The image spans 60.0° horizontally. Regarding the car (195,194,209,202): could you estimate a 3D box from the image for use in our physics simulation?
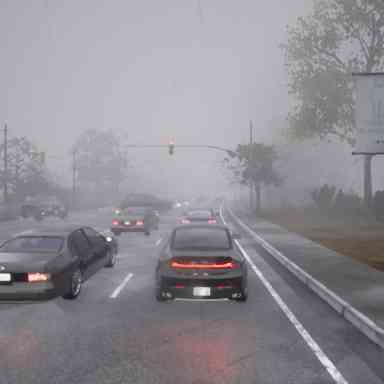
[{"bbox_3d":[1.874,1.480,71.912,1.837,1.490,4.892,0,0,9],"label":"car"}]

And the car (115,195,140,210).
[{"bbox_3d":[-8.557,1.338,44.333,2.097,1.767,4.553,0,0,5],"label":"car"}]

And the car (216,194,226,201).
[{"bbox_3d":[7.525,1.366,85.393,2.128,1.511,4.902,0,0,10],"label":"car"}]

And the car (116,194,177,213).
[{"bbox_3d":[-4.886,1.212,35.406,5.566,2.045,2.150,0,1,-20],"label":"car"}]

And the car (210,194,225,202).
[{"bbox_3d":[5.848,1.495,75.268,1.812,1.442,4.674,0,0,9],"label":"car"}]

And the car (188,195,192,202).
[{"bbox_3d":[-1.236,1.500,75.280,2.128,1.511,4.902,0,0,9],"label":"car"}]

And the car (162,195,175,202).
[{"bbox_3d":[-5.060,1.477,73.368,1.837,1.490,4.892,0,0,8],"label":"car"}]

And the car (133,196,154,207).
[{"bbox_3d":[-7.679,1.475,53.280,2.128,1.511,4.902,0,0,6],"label":"car"}]

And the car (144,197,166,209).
[{"bbox_3d":[-4.959,1.463,45.322,1.882,1.535,5.008,0,0,5],"label":"car"}]

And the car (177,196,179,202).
[{"bbox_3d":[-3.948,1.546,55.206,1.994,1.385,4.181,0,0,6],"label":"car"}]

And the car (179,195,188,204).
[{"bbox_3d":[-2.704,1.471,65.114,2.128,1.511,4.902,0,0,8],"label":"car"}]

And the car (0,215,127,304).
[{"bbox_3d":[-3.298,1.545,8.365,2.033,1.411,5.357,0,0,1],"label":"car"}]

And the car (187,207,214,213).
[{"bbox_3d":[0.458,1.520,17.530,1.812,1.442,4.674,0,0,4],"label":"car"}]

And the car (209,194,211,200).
[{"bbox_3d":[4.008,1.328,85.598,2.097,1.767,4.553,0,0,10],"label":"car"}]

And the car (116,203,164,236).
[{"bbox_3d":[-3.015,1.542,18.432,2.033,1.411,5.357,0,0,2],"label":"car"}]

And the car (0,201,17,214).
[{"bbox_3d":[-17.868,1.590,34.158,4.718,1.301,1.895,0,0,5],"label":"car"}]

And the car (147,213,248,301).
[{"bbox_3d":[0.214,1.502,8.283,1.837,1.490,4.892,0,0,1],"label":"car"}]

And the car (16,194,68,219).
[{"bbox_3d":[-12.369,1.214,27.740,2.150,2.045,5.566,2,-2,-44],"label":"car"}]

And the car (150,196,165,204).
[{"bbox_3d":[-6.493,1.506,63.159,1.812,1.442,4.674,0,0,8],"label":"car"}]
